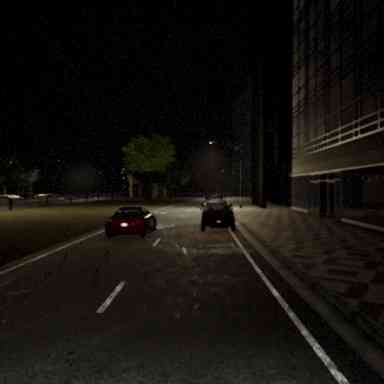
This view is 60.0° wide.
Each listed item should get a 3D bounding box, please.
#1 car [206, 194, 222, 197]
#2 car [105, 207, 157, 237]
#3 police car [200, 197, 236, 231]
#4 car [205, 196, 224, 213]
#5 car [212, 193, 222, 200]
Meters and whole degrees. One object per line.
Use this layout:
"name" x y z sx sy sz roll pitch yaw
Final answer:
"car" 2.003 1.287 29.687 1.801 1.575 5.366 0 0 4
"car" -3.035 1.461 17.231 1.994 1.385 4.181 0 0 2
"police car" 1.483 1.311 19.747 1.930 1.638 5.238 0 0 2
"car" 2.393 1.281 35.409 1.882 1.535 5.008 0 0 4
"car" 5.644 0.970 73.904 1.837 1.490 4.892 0 0 9
